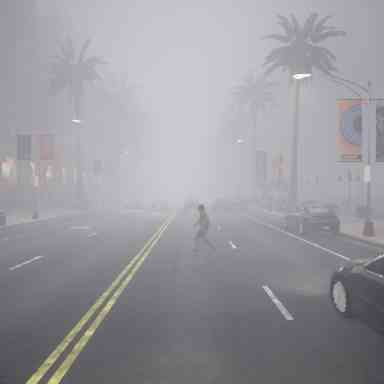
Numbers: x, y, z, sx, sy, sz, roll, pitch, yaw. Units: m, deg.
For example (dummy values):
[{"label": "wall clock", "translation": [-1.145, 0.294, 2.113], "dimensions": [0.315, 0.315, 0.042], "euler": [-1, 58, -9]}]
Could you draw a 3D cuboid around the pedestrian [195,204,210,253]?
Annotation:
[{"label": "pedestrian", "translation": [0.382, 1.294, 12.181], "dimensions": [0.375, 1.860, 0.375], "euler": [0, 0, 0]}]

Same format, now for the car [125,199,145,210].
[{"label": "car", "translation": [-7.207, 1.564, 42.065], "dimensions": [1.994, 1.385, 4.181], "euler": [0, 0, 0]}]

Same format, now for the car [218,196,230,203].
[{"label": "car", "translation": [6.719, 1.513, 69.909], "dimensions": [2.161, 1.482, 4.786], "euler": [0, 0, 0]}]

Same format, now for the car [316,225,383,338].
[{"label": "car", "translation": [3.557, 1.506, 4.495], "dimensions": [1.837, 1.490, 4.892], "euler": [0, 0, 0]}]

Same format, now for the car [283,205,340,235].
[{"label": "car", "translation": [6.538, 1.481, 18.604], "dimensions": [2.231, 1.521, 4.892], "euler": [0, 0, 0]}]

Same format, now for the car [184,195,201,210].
[{"label": "car", "translation": [-0.014, 1.352, 44.309], "dimensions": [2.097, 1.767, 4.553], "euler": [0, 0, -1]}]

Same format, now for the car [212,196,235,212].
[{"label": "car", "translation": [3.494, 1.352, 39.683], "dimensions": [2.097, 1.767, 4.553], "euler": [0, 0, 0]}]

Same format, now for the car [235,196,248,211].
[{"label": "car", "translation": [6.470, 1.354, 47.979], "dimensions": [2.185, 1.767, 4.553], "euler": [0, 0, 0]}]

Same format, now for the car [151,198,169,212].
[{"label": "car", "translation": [-3.702, 1.491, 39.151], "dimensions": [2.128, 1.511, 4.902], "euler": [0, 0, 0]}]

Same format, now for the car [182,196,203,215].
[{"label": "car", "translation": [0.007, 1.505, 34.311], "dimensions": [1.837, 1.490, 4.892], "euler": [0, 0, 0]}]
